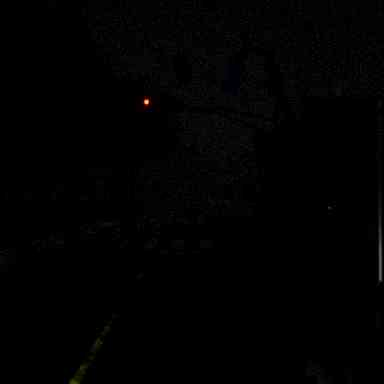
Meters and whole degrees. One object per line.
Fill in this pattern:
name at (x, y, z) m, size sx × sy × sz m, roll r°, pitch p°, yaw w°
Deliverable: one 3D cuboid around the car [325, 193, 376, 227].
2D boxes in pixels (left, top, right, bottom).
car at (11.415, 1.065, 21.138) m, size 5.566 × 2.045 × 2.150 m, roll 0°, pitch -1°, yaw 0°
